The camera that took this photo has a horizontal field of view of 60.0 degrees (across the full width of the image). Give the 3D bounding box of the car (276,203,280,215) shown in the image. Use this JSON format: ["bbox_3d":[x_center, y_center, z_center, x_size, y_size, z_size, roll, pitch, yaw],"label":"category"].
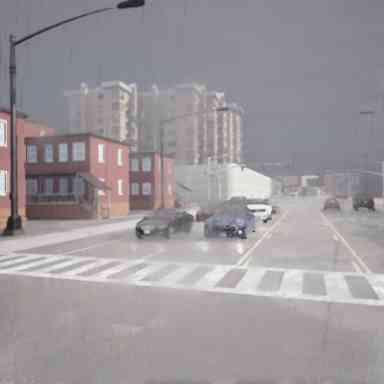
[{"bbox_3d":[8.586,1.816,36.783,1.895,1.301,4.718,-1,-1,19],"label":"car"}]

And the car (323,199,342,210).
[{"bbox_3d":[18.763,1.674,44.575,1.812,1.442,4.674,-1,0,19],"label":"car"}]

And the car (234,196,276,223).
[{"bbox_3d":[5.293,1.395,27.214,2.150,2.045,5.566,-1,-1,19],"label":"car"}]

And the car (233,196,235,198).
[{"bbox_3d":[5.393,1.493,38.274,2.150,2.045,5.566,-1,-1,19],"label":"car"}]

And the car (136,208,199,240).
[{"bbox_3d":[-1.383,1.679,18.453,2.128,1.511,4.902,-1,-1,19],"label":"car"}]

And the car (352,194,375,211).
[{"bbox_3d":[21.931,1.311,42.535,2.150,2.045,5.566,-1,0,23],"label":"car"}]

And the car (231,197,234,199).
[{"bbox_3d":[1.931,1.581,28.181,2.097,1.767,4.553,-1,-1,19],"label":"car"}]

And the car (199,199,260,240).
[{"bbox_3d":[2.195,1.488,18.110,2.097,1.767,4.553,-1,-1,19],"label":"car"}]
